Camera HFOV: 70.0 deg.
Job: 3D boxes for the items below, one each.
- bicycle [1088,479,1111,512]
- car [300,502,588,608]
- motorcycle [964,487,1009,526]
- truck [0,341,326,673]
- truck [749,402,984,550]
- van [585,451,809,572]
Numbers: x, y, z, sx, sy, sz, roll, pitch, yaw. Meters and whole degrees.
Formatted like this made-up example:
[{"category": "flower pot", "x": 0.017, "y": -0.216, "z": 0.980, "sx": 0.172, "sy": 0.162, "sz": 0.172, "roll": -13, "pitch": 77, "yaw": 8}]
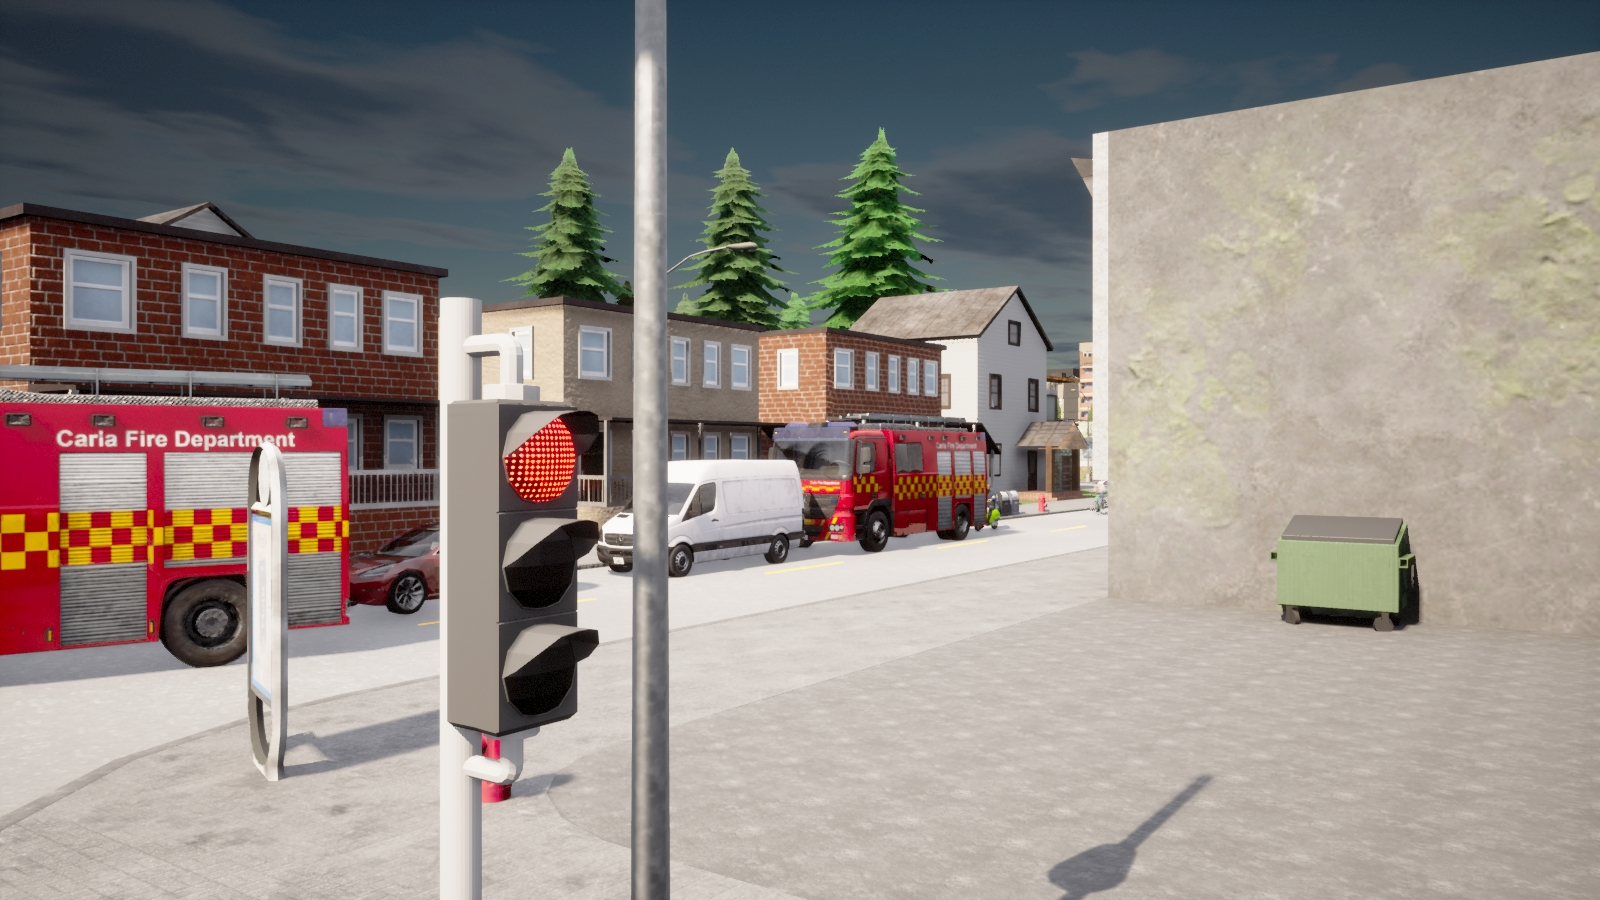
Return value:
[{"category": "bicycle", "x": 12.771, "y": 1.929, "z": 48.702, "sx": 0.373, "sy": 1.296, "sz": 1.643, "roll": 0, "pitch": 1, "yaw": 35}, {"category": "car", "x": -6.457, "y": 1.835, "z": 21.271, "sx": 2.163, "sy": 1.488, "sz": 4.792, "roll": 0, "pitch": 0, "yaw": 35}, {"category": "motorcycle", "x": 6.506, "y": 1.955, "z": 39.767, "sx": 0.856, "sy": 1.236, "sz": 1.805, "roll": 0, "pitch": 0, "yaw": 35}, {"category": "truck", "x": -10.623, "y": 0.661, "z": 13.969, "sx": 8.468, "sy": 3.827, "sz": 2.891, "roll": 0, "pitch": 0, "yaw": -36}, {"category": "truck", "x": 2.235, "y": 0.662, "z": 33.662, "sx": 2.891, "sy": 3.827, "sz": 8.468, "roll": 0, "pitch": 0, "yaw": 35}, {"category": "van", "x": -2.273, "y": 1.307, "z": 27.238, "sx": 1.988, "sy": 2.561, "sz": 5.915, "roll": 0, "pitch": 0, "yaw": 35}]
